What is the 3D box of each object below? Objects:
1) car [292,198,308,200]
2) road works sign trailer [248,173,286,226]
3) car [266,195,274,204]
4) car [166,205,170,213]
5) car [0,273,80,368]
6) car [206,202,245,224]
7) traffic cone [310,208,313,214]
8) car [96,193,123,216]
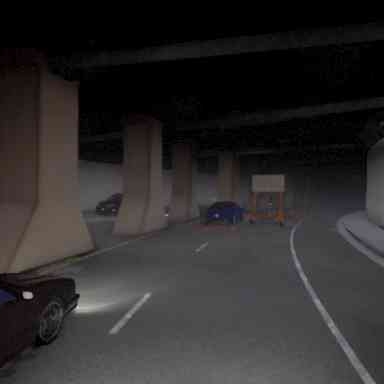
[{"bbox_3d":[22.206,1.359,68.404,2.097,1.767,4.553,0,0,36],"label":"car"},{"bbox_3d":[5.408,0.452,23.446,2.380,3.560,2.880,0,0,26],"label":"road works sign trailer"},{"bbox_3d":[15.441,1.466,65.011,1.837,1.490,4.892,1,1,36],"label":"car"},{"bbox_3d":[-0.966,1.483,34.177,1.994,1.385,4.181,0,0,27],"label":"car"},{"bbox_3d":[-3.135,1.518,3.336,2.033,1.411,5.357,0,0,7],"label":"car"},{"bbox_3d":[2.591,1.442,24.735,1.882,1.535,5.008,0,0,22],"label":"car"},{"bbox_3d":[12.391,1.968,34.512,0.340,0.580,0.340,0,0,26],"label":"traffic cone"},{"bbox_3d":[-6.456,1.111,30.752,2.150,2.045,5.566,0,0,23],"label":"car"}]
